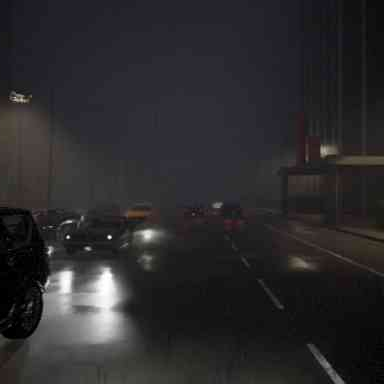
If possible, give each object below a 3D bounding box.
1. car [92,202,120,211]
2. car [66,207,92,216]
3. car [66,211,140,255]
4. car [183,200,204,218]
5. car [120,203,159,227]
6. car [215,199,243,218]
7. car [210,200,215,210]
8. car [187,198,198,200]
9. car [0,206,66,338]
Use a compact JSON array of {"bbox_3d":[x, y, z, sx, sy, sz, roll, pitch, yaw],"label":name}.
[{"bbox_3d":[-7.036,1.600,26.962,1.882,1.535,5.008,0,0,1],"label":"car"},{"bbox_3d":[-7.081,1.569,17.010,2.128,1.511,4.902,0,0,0],"label":"car"},{"bbox_3d":[-3.583,1.663,13.701,1.895,1.301,4.718,0,0,0],"label":"car"},{"bbox_3d":[0.128,1.749,32.352,1.895,1.301,4.718,0,0,0],"label":"car"},{"bbox_3d":[-3.555,1.588,24.141,1.882,1.535,5.008,0,0,0],"label":"car"},{"bbox_3d":[3.626,1.636,31.478,2.128,1.511,4.902,0,0,0],"label":"car"},{"bbox_3d":[3.591,1.735,45.743,1.812,1.442,4.674,0,0,1],"label":"car"},{"bbox_3d":[0.088,1.560,45.712,2.097,1.767,4.553,0,0,1],"label":"car"},{"bbox_3d":[-3.597,1.239,3.733,2.150,2.045,5.566,0,0,0],"label":"car"}]
